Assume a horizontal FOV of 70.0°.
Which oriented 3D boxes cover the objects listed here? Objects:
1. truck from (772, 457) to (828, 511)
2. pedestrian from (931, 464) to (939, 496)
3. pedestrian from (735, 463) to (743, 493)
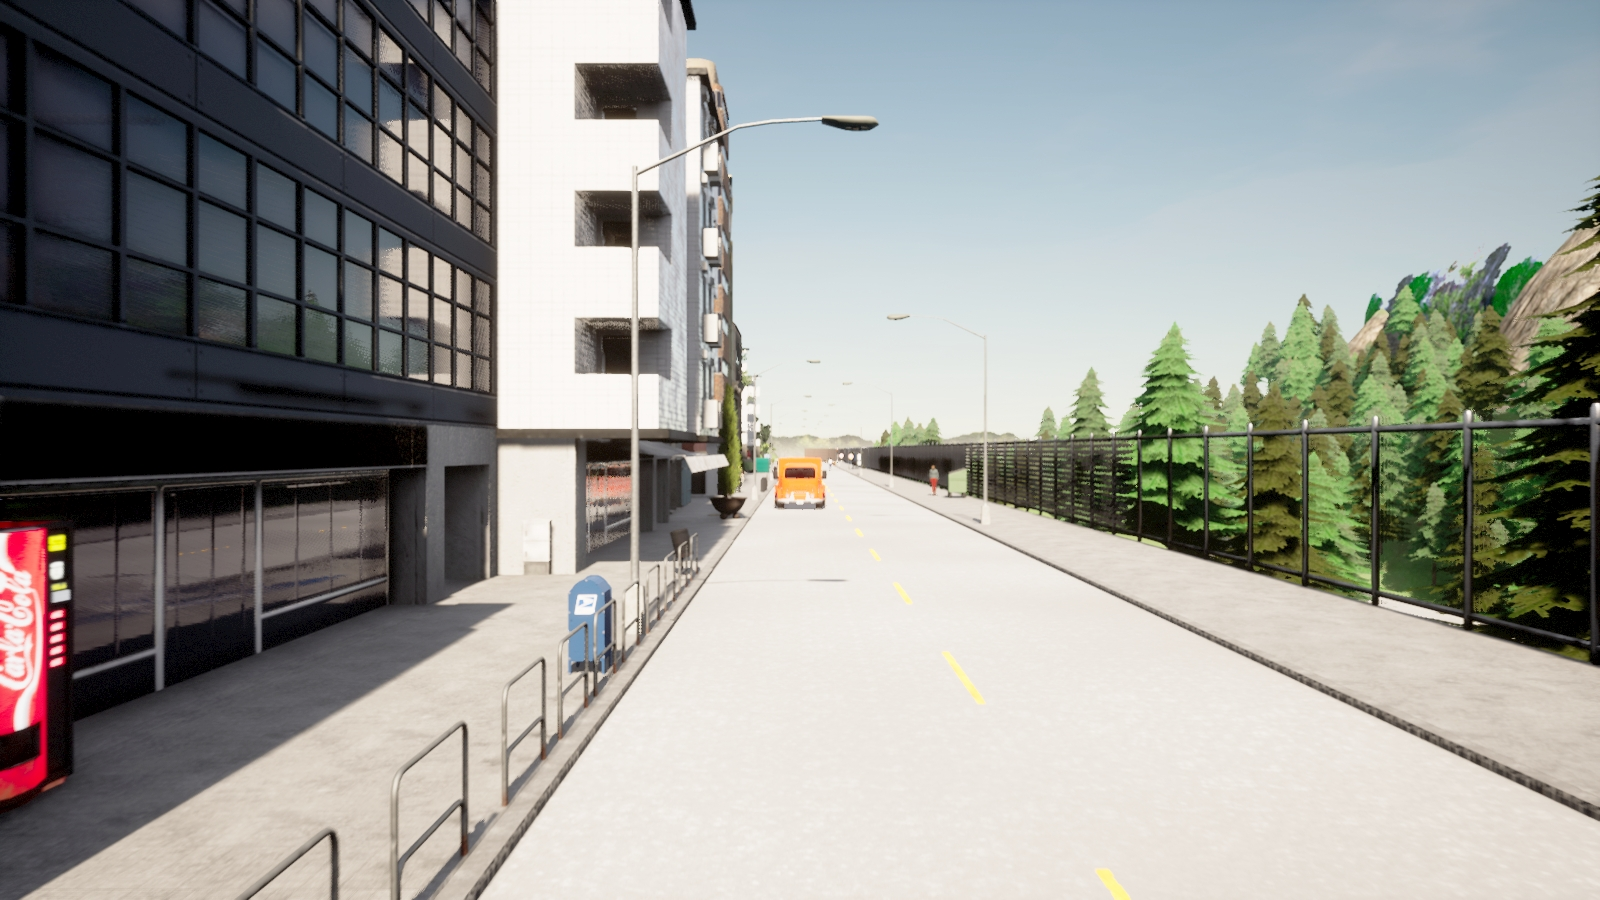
[{"bbox_3d":[0.000,1.587,55.462,2.627,2.467,5.204,0,0,0],"label":"truck"},{"bbox_3d":[7.940,1.768,67.434,0.375,1.860,0.375,0,0,23],"label":"pedestrian"},{"bbox_3d":[-3.811,1.769,71.522,0.375,1.860,0.375,0,0,-20],"label":"pedestrian"}]
